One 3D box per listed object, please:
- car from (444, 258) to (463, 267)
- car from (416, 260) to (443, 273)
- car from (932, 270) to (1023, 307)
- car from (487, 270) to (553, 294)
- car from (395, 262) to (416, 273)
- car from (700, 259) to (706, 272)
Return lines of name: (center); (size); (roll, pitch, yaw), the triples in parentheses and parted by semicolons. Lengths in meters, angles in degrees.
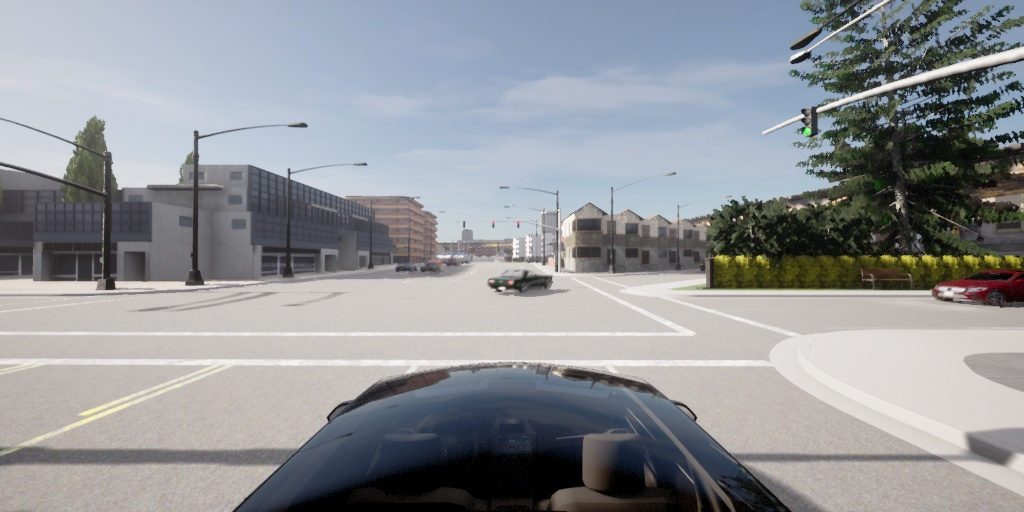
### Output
car: (-10.564, 1.164, 64.083); (1.882, 1.535, 5.008); (0, 1, 0)
car: (-10.604, 1.541, 46.757); (1.895, 1.301, 4.718); (0, 0, 0)
car: (20.783, 1.327, 15.142); (4.674, 1.442, 1.812); (0, -1, 0)
car: (0.632, 1.454, 21.127); (1.895, 1.301, 4.718); (0, -1, 32)
car: (-14.101, 1.494, 47.840); (1.994, 1.385, 4.181); (0, 0, 0)
car: (30.437, 1.441, 54.350); (2.150, 2.045, 5.566); (-1, -1, 44)
